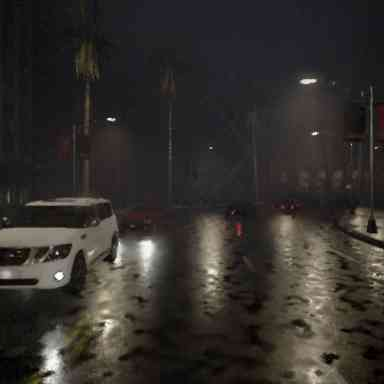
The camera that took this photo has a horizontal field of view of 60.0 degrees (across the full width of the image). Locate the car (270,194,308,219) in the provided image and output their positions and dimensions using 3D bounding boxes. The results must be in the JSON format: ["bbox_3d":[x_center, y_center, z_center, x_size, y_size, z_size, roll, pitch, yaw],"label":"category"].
[{"bbox_3d":[8.353,1.285,28.810,2.097,1.767,4.553,0,0,29],"label":"car"}]

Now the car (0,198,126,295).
[{"bbox_3d":[-3.499,1.201,9.027,2.150,2.045,5.566,0,0,0],"label":"car"}]

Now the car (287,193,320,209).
[{"bbox_3d":[13.666,1.122,41.267,5.566,2.045,2.150,1,0,-42],"label":"car"}]

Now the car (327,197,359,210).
[{"bbox_3d":[18.439,1.384,40.571,5.008,1.535,1.882,0,0,-37],"label":"car"}]

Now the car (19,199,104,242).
[{"bbox_3d":[-6.419,1.312,17.014,2.097,1.767,4.553,0,0,8],"label":"car"}]

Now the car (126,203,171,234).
[{"bbox_3d":[-2.567,1.433,19.176,1.882,1.535,5.008,0,0,10],"label":"car"}]

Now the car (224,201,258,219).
[{"bbox_3d":[4.196,1.460,28.362,1.812,1.442,4.674,0,0,26],"label":"car"}]
